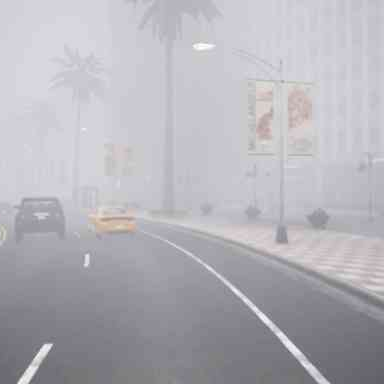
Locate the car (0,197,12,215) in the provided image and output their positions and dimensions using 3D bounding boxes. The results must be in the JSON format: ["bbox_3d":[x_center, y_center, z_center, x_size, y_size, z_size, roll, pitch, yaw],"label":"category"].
[{"bbox_3d":[-19.267,1.581,33.419,1.837,1.490,4.892,0,0,-37],"label":"car"}]

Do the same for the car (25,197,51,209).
[{"bbox_3d":[-22.200,1.555,47.819,2.231,1.521,4.892,0,0,-38],"label":"car"}]

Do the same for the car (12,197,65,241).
[{"bbox_3d":[-7.938,1.247,17.317,2.150,2.045,5.566,0,0,-26],"label":"car"}]

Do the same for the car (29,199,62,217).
[{"bbox_3d":[-14.731,1.524,33.245,1.882,1.535,5.008,0,0,-37],"label":"car"}]

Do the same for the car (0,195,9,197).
[{"bbox_3d":[-40.201,1.511,71.033,2.185,1.767,4.553,0,0,-38],"label":"car"}]

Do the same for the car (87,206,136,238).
[{"bbox_3d":[-4.417,1.479,17.827,1.882,1.535,5.008,0,0,-24],"label":"car"}]
